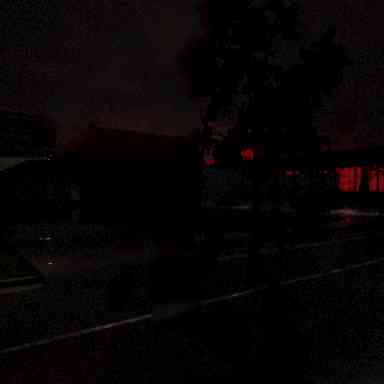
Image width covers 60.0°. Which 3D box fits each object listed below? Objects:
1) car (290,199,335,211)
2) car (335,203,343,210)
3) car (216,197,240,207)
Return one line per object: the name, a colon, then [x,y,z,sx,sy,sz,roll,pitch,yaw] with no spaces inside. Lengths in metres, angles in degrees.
car: [14.326,1.629,40.214,1.895,1.301,4.718,0,0,-34]
car: [16.609,1.579,43.090,2.033,1.411,5.357,0,0,-34]
car: [5.634,1.595,53.283,1.812,1.442,4.674,0,0,-34]
